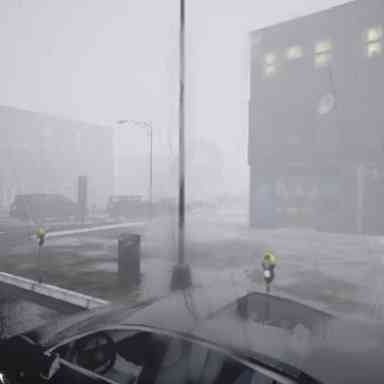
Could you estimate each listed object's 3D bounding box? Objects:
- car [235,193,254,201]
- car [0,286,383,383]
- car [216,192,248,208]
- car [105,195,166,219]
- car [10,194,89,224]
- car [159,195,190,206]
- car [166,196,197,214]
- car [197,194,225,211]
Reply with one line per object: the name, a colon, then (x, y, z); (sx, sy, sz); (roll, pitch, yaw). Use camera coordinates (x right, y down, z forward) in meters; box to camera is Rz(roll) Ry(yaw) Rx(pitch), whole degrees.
car: (10.107, 0.875, 64.096); (1.752, 1.417, 4.829); (1, 1, 34)
car: (-0.072, 1.573, 2.924); (4.313, 1.339, 1.947); (0, 0, 36)
car: (4.572, 0.973, 41.222); (2.192, 1.841, 5.009); (1, 1, 34)
car: (-4.841, 1.174, 27.513); (2.192, 1.841, 5.009); (1, 1, 34)
car: (-10.269, 1.135, 24.378); (2.150, 2.045, 5.566); (0, 1, 34)
car: (-2.346, 1.185, 45.959); (1.947, 1.339, 4.313); (1, 1, 34)
car: (-1.704, 1.232, 32.084); (1.967, 1.590, 4.097); (1, 1, 34)
car: (1.433, 1.276, 36.657); (2.008, 1.369, 4.403); (1, 1, 34)
